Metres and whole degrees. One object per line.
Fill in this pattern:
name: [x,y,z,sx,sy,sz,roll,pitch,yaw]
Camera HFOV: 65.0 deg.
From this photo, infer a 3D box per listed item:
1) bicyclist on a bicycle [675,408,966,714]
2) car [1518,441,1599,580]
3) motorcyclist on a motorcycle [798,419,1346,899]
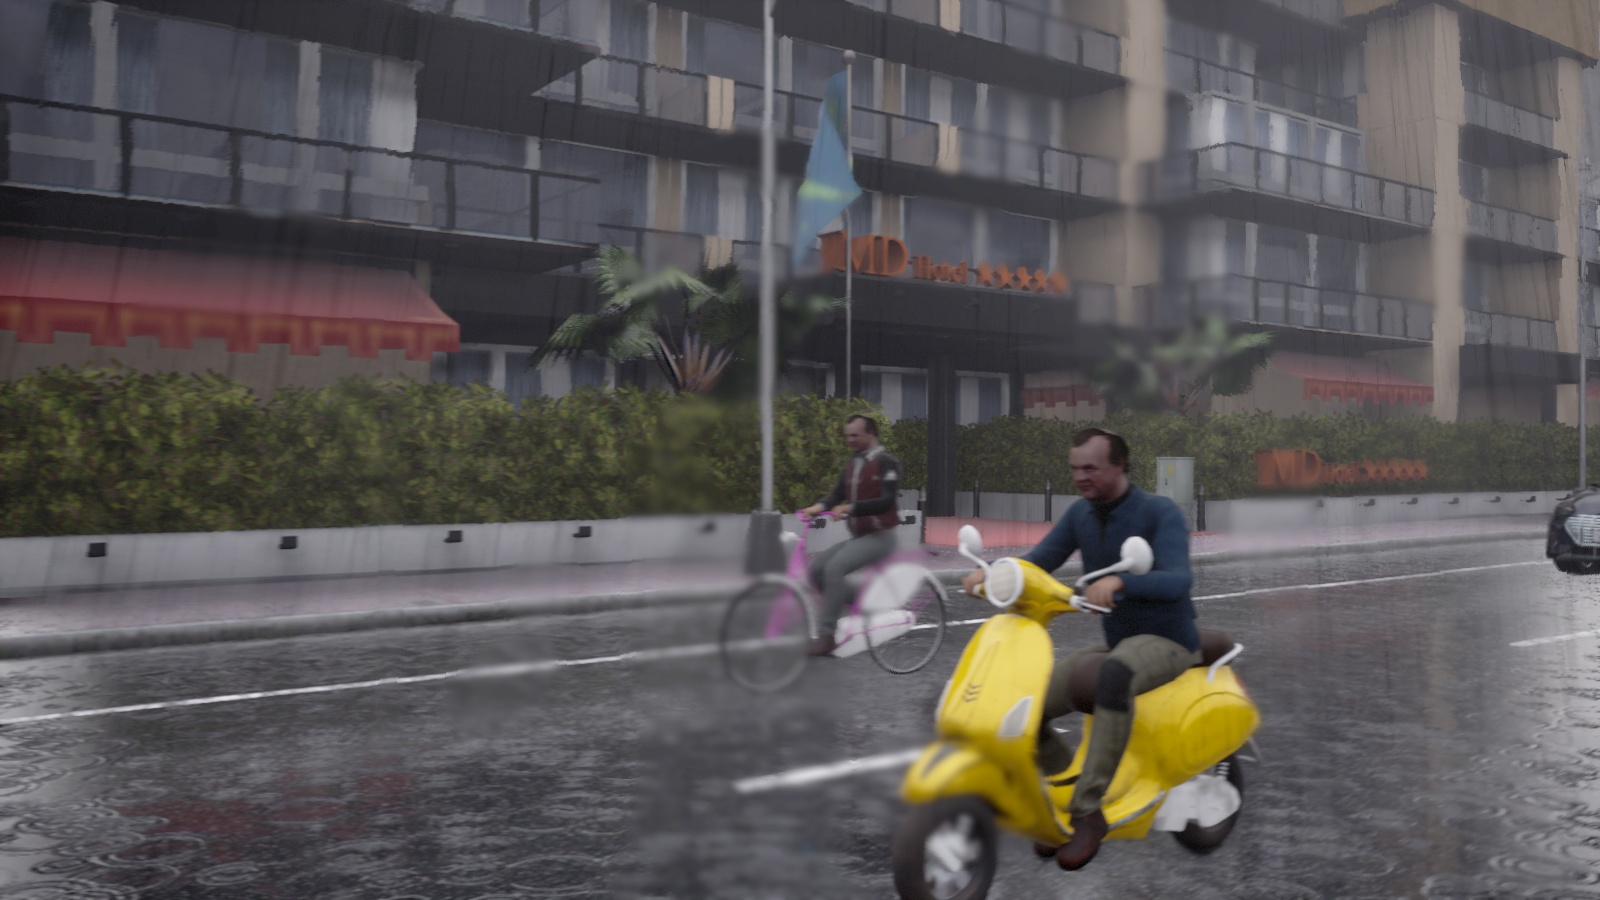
bicyclist on a bicycle: [0.160,0.645,8.085,1.843,1.776,0.659,0,0,-36]
car: [11.552,0.724,16.287,4.856,1.649,2.033,0,0,-36]
motorcyclist on a motorcycle: [0.984,0.713,4.363,1.817,1.590,0.866,0,0,-36]
